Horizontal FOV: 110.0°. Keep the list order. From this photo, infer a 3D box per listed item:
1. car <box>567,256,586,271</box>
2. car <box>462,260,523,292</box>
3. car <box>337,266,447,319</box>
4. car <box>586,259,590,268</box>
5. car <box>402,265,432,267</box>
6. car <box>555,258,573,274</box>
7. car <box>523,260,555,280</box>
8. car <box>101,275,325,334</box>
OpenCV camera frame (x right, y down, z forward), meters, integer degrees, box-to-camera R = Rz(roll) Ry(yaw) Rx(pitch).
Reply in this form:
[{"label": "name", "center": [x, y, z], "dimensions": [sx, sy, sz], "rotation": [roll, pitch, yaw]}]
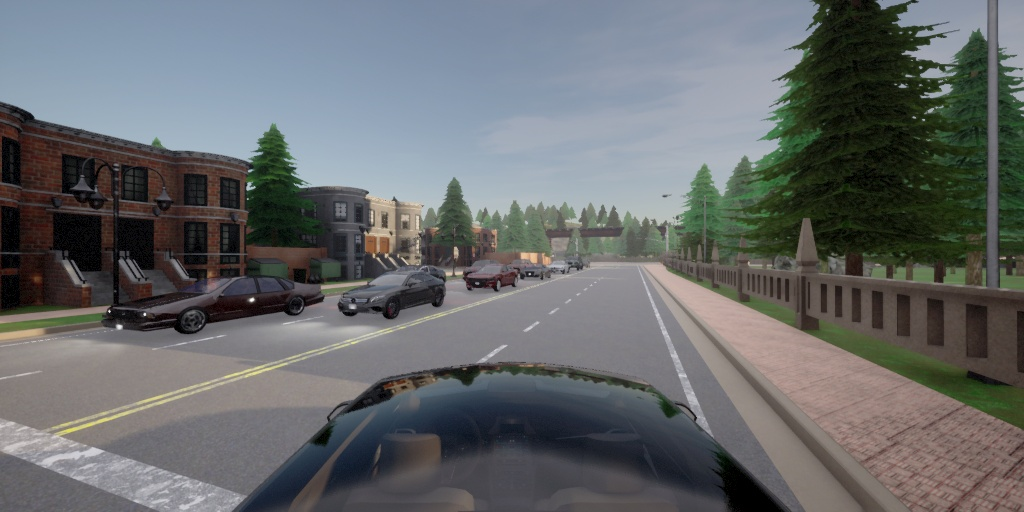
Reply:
[{"label": "car", "center": [8.711, 0.972, 50.837], "dimensions": [2.150, 2.045, 5.566], "rotation": [0, 0, 19]}, {"label": "car", "center": [-1.095, 1.228, 21.923], "dimensions": [1.882, 1.535, 5.008], "rotation": [0, 0, 19]}, {"label": "car", "center": [-4.090, 1.276, 13.088], "dimensions": [1.812, 1.442, 4.674], "rotation": [0, 0, 19]}, {"label": "car", "center": [12.178, 1.255, 61.010], "dimensions": [1.837, 1.490, 4.892], "rotation": [0, 0, 19]}, {"label": "car", "center": [-5.442, 1.242, 20.016], "dimensions": [2.128, 1.511, 4.902], "rotation": [0, 0, 18]}, {"label": "car", "center": [5.357, 1.276, 40.960], "dimensions": [1.812, 1.442, 4.674], "rotation": [0, 0, 19]}, {"label": "car", "center": [2.128, 1.314, 31.407], "dimensions": [1.994, 1.385, 4.181], "rotation": [0, 0, 20]}, {"label": "car", "center": [-8.482, 1.297, 11.038], "dimensions": [2.033, 1.411, 5.357], "rotation": [0, 0, 19]}]
